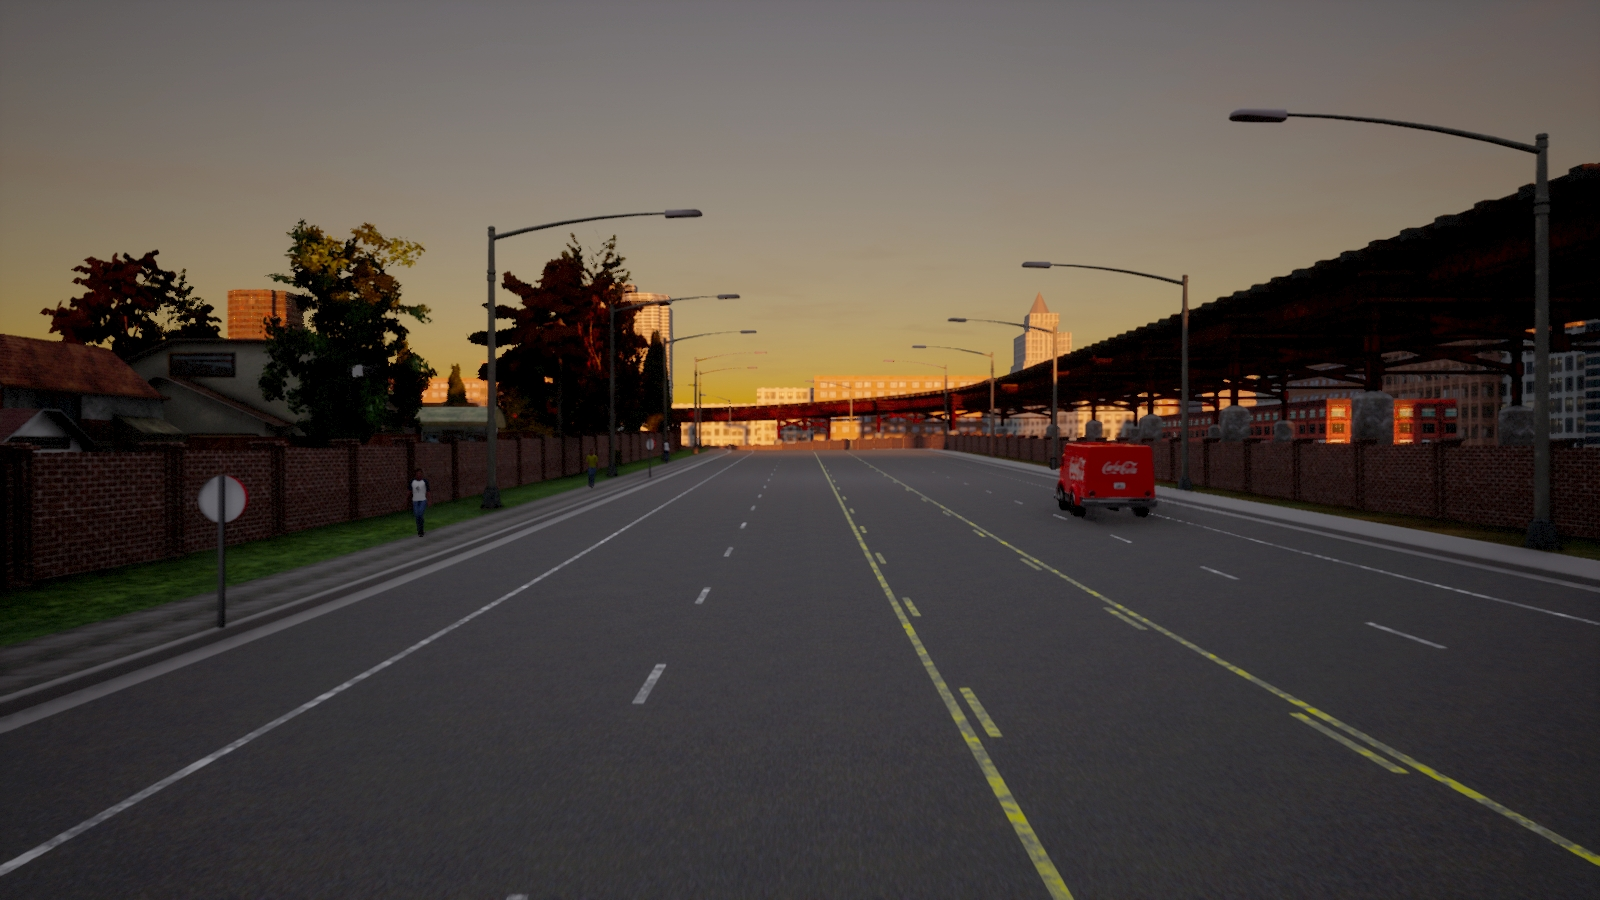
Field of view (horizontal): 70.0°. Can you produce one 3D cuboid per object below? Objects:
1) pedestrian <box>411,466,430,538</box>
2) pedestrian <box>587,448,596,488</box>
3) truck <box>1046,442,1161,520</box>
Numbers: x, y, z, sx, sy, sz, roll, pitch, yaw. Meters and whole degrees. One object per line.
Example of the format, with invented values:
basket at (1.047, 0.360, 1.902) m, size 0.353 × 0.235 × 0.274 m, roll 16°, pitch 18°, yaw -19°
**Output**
pedestrian at (-9.894, 1.353, 29.789) m, size 0.375 × 1.860 × 0.375 m, roll 0°, pitch 0°, yaw -2°
pedestrian at (-9.634, 0.841, 52.809) m, size 0.375 × 1.860 × 0.375 m, roll 0°, pitch 0°, yaw -1°
truck at (10.504, 0.999, 40.049) m, size 2.627 × 2.467 × 5.204 m, roll 0°, pitch 1°, yaw 0°
